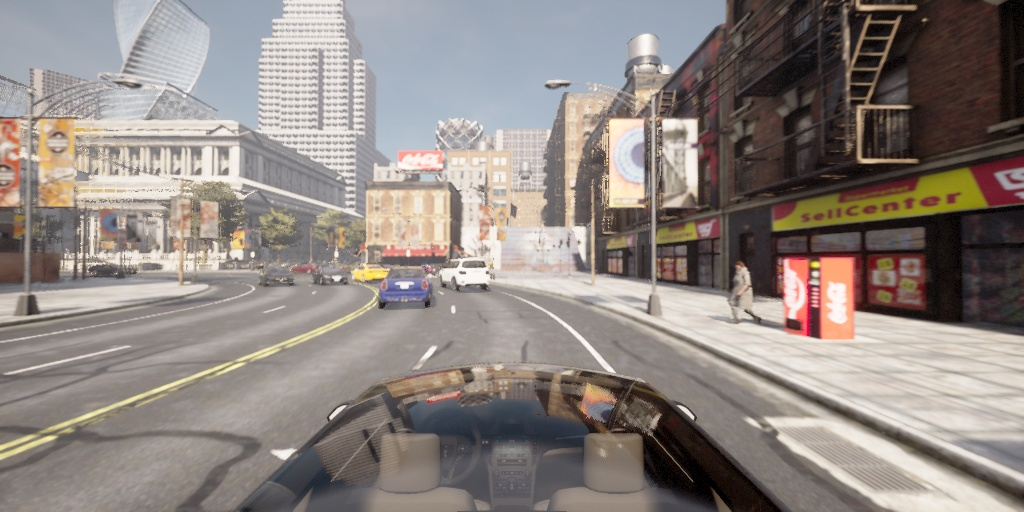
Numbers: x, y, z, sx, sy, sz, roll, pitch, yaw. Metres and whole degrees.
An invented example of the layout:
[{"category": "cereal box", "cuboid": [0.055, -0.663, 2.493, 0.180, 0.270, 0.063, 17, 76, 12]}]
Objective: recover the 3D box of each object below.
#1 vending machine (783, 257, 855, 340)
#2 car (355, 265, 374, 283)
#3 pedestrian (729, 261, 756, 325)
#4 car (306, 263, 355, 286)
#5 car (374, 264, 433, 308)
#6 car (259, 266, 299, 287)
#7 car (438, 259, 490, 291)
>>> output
[{"category": "vending machine", "cuboid": [7.375, 1.017, 8.672, 1.100, 2.100, 0.880, 0, 0, -1]}, {"category": "car", "cuboid": [-12.923, 1.544, 32.399, 1.882, 1.535, 5.008, 1, -1, -40]}, {"category": "pedestrian", "cuboid": [6.454, 0.977, 10.046, 0.375, 1.860, 0.375, 0, -1, -3]}, {"category": "car", "cuboid": [-14.456, 1.518, 28.447, 2.128, 1.511, 4.902, 1, -1, -39]}, {"category": "car", "cuboid": [-4.761, 1.254, 16.446, 2.097, 1.767, 4.553, 0, -1, -12]}, {"category": "car", "cuboid": [-17.910, 1.520, 27.223, 1.837, 1.490, 4.892, 1, -2, -41]}, {"category": "car", "cuboid": [-3.330, 1.206, 24.180, 2.150, 2.045, 5.566, 1, -1, -26]}]
